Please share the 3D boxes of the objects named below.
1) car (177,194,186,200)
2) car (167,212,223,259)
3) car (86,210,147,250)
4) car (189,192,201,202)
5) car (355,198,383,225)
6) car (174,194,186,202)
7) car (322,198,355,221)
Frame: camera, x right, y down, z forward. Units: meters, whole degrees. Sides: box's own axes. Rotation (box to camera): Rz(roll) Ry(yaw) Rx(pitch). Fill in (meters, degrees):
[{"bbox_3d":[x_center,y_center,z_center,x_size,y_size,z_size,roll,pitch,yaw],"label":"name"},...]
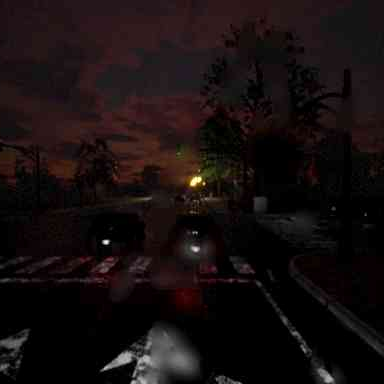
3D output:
[{"bbox_3d":[-2.429,1.170,79.037,1.882,1.535,5.008,0,0,1],"label":"car"},{"bbox_3d":[0.101,1.543,12.643,1.837,1.490,4.892,0,-1,0],"label":"car"},{"bbox_3d":[-3.163,1.560,14.615,1.837,1.490,4.892,0,0,0],"label":"car"},{"bbox_3d":[0.634,1.053,68.592,2.150,2.045,5.566,0,0,1],"label":"car"},{"bbox_3d":[14.197,1.137,21.783,5.566,2.045,2.150,0,1,3],"label":"car"},{"bbox_3d":[-2.609,1.382,69.004,1.994,1.385,4.181,0,0,1],"label":"car"},{"bbox_3d":[12.341,1.213,25.128,4.553,1.767,2.097,0,1,3],"label":"car"}]
